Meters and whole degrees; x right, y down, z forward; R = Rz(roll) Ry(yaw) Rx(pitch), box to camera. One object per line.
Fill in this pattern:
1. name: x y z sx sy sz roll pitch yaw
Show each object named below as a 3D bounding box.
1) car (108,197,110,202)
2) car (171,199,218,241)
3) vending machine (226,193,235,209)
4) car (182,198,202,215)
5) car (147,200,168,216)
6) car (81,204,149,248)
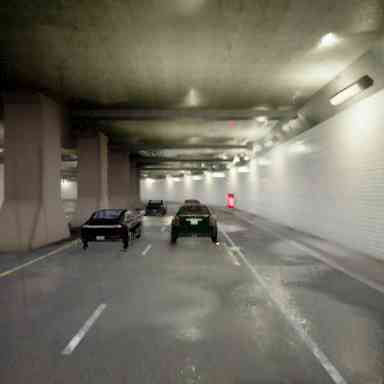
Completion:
1. car: -14.184 1.529 55.381 1.812 1.442 4.674 0 0 -16
2. car: 0.101 1.353 16.707 2.097 1.767 4.553 0 0 0
3. vending machine: 5.086 1.199 43.887 1.100 2.100 0.880 0 0 -7
4. car: -0.087 1.480 34.672 1.882 1.535 5.008 0 0 -3
5. car: -3.504 1.494 32.999 2.128 1.511 4.902 0 0 -2
6. car: -3.398 1.492 14.767 2.128 1.511 4.902 0 0 0
